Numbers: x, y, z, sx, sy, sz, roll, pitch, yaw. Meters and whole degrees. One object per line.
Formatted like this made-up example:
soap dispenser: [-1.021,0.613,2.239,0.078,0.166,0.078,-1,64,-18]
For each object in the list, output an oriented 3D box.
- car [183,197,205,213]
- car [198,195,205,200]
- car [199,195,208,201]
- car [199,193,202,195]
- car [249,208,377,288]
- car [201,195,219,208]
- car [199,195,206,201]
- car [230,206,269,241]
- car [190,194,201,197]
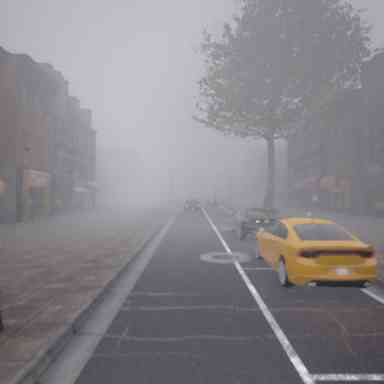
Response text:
car: [0.059,1.483,35.687,1.895,1.301,4.718,0,0,0]
car: [2.628,1.556,94.425,1.947,1.339,4.313,1,0,0]
car: [2.634,1.474,78.112,1.947,1.339,4.313,1,0,0]
car: [2.636,1.456,72.676,1.947,1.339,4.313,1,0,0]
car: [3.012,1.439,9.148,1.882,1.535,5.008,0,0,0]
car: [2.650,1.310,45.928,1.967,1.590,4.097,2,0,0]
car: [2.633,1.457,83.719,1.752,1.417,4.829,1,0,0]
car: [3.016,1.438,16.152,1.837,1.490,4.892,0,0,0]
car: [0.027,1.375,46.946,1.837,1.490,4.892,0,1,1]
